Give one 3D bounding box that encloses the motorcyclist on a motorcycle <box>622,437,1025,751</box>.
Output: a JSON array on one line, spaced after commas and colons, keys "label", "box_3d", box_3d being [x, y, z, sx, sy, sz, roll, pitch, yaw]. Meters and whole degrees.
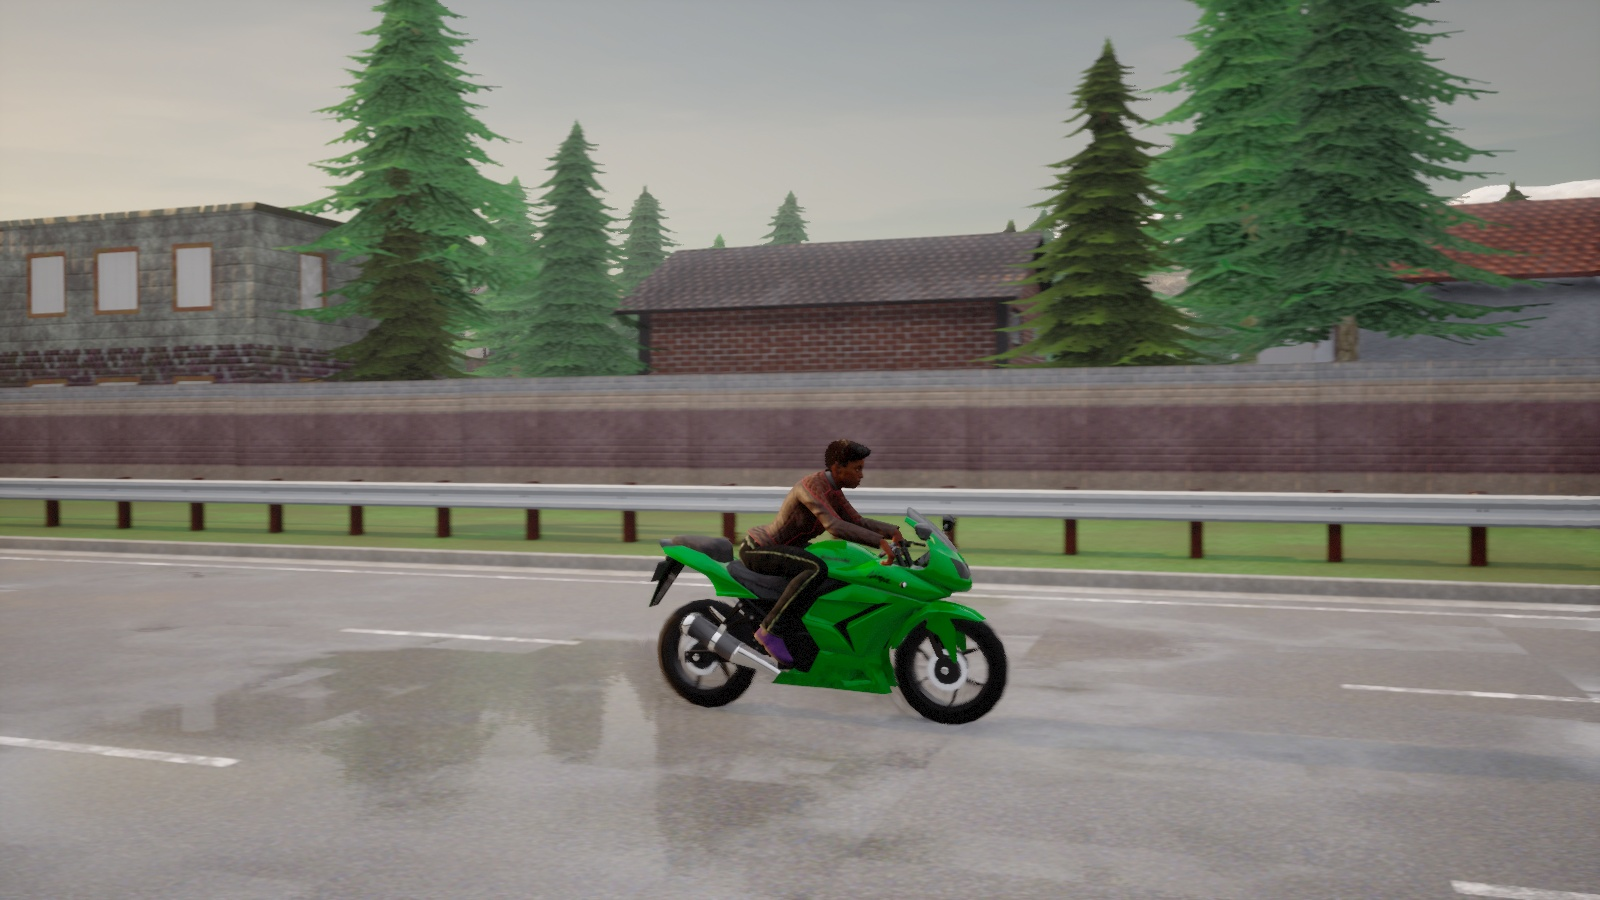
[{"label": "motorcyclist on a motorcycle", "box_3d": [0.133, 0.700, 6.841, 2.044, 1.523, 0.797, 1, 1, 19]}]
